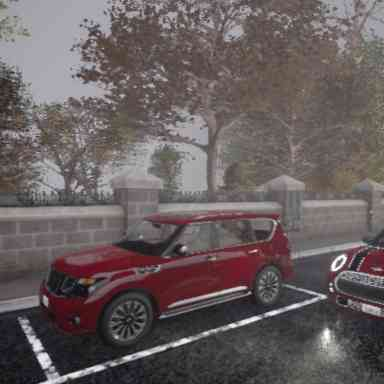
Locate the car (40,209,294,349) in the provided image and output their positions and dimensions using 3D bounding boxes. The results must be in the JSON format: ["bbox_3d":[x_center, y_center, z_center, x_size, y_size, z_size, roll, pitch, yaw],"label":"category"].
[{"bbox_3d":[-0.142,1.314,6.452,5.009,1.841,2.192,0,0,-35],"label":"car"}]

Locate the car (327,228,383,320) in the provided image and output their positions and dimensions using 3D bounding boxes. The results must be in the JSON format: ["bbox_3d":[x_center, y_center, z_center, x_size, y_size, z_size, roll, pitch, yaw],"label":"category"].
[{"bbox_3d":[4.785,1.349,6.787,4.553,1.767,2.097,0,0,-35],"label":"car"}]
